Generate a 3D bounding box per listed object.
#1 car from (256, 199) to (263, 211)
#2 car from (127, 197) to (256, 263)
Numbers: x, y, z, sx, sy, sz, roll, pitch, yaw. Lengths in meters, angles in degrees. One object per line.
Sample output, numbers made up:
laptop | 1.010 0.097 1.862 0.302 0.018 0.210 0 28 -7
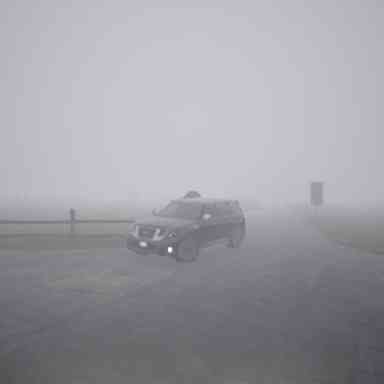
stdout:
car | 7.659 1.571 41.232 1.812 1.442 4.674 0 0 13
car | 0.105 1.274 12.684 2.150 2.045 5.566 3 2 36
